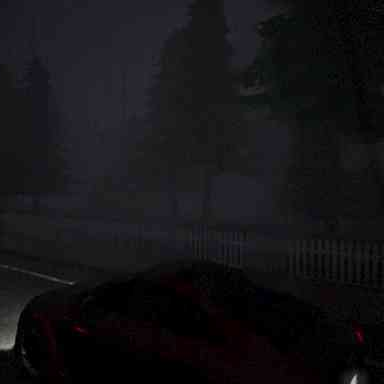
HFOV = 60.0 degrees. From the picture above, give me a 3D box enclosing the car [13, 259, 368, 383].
[{"bbox_3d":[-0.281,1.543,3.949,4.181,1.385,1.994,0,0,36],"label":"car"}]
